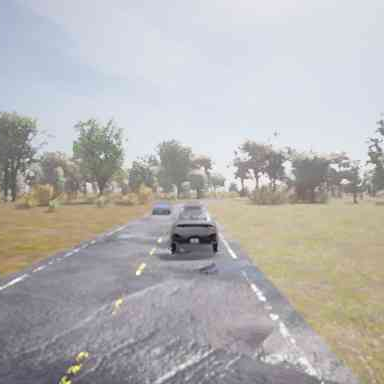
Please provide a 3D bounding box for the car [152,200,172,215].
[{"bbox_3d":[-3.068,1.615,35.013,1.812,1.442,4.674,0,0,1],"label":"car"}]

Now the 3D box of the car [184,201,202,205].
[{"bbox_3d":[0.097,1.638,35.551,2.033,1.411,5.357,0,0,0],"label":"car"}]

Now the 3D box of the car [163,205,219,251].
[{"bbox_3d":[0.089,1.530,14.287,2.128,1.511,4.902,0,0,0],"label":"car"}]
